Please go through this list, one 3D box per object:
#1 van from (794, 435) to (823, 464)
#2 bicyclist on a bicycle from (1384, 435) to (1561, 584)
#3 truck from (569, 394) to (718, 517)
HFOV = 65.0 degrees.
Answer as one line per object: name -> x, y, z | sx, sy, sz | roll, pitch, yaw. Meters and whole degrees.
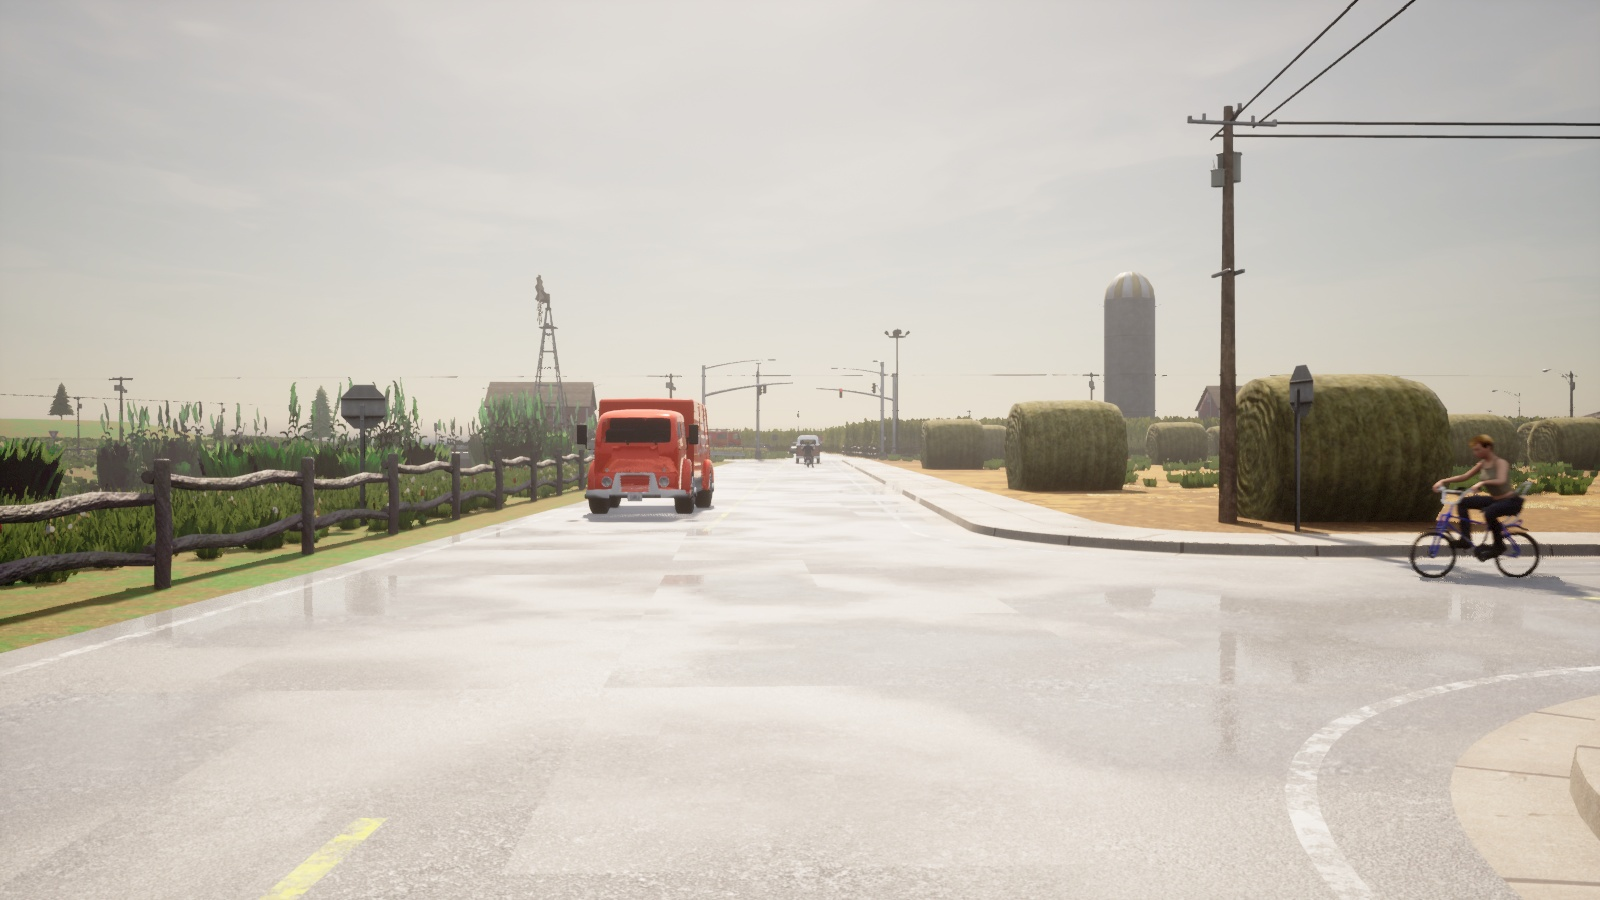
van -> 0.589, -0.048, 91.887 | 2.069, 2.038, 4.480 | 0, 0, 0
bicyclist on a bicycle -> 7.482, 0.645, 14.027 | 1.509, 1.612, 0.866 | 0, 0, -2
truck -> -3.311, 0.100, 27.866 | 2.627, 2.467, 5.204 | 0, 0, 0
